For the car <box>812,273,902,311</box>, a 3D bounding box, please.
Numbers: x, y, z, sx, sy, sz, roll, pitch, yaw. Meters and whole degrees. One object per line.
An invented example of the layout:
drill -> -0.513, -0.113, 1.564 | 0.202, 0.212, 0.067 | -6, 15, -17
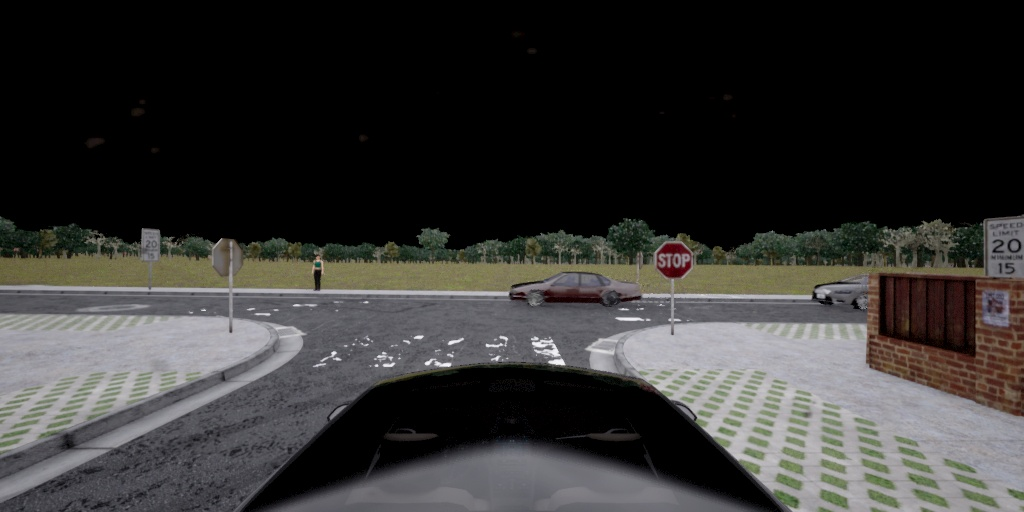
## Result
car -> 15.472, 1.458, 15.117 | 4.902, 1.511, 2.128 | 1, 0, 0

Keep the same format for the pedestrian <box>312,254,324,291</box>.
pedestrian -> -9.699, 0.815, 17.874 | 0.375, 1.860, 0.375 | 0, -1, 0

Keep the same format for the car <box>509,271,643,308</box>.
car -> 2.575, 1.357, 15.041 | 5.357, 1.411, 2.033 | 1, 0, 0
